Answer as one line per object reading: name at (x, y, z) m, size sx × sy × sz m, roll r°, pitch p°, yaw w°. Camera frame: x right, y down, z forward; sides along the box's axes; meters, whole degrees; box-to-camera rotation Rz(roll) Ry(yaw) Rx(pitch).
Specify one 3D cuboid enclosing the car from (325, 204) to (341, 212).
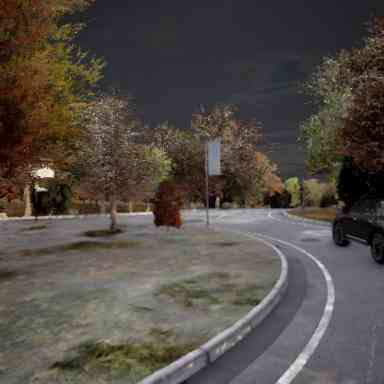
car at (29.906, 3.501, 70.350) m, size 2.128 × 1.511 × 4.902 m, roll -1°, pitch -5°, yaw 34°

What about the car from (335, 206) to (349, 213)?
car at (35.574, 4.101, 78.611) m, size 2.033 × 1.411 × 5.357 m, roll -1°, pitch -5°, yaw 35°

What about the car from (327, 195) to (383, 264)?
car at (6.684, 1.094, 11.346) m, size 2.150 × 2.045 × 5.566 m, roll -1°, pitch 0°, yaw 5°
